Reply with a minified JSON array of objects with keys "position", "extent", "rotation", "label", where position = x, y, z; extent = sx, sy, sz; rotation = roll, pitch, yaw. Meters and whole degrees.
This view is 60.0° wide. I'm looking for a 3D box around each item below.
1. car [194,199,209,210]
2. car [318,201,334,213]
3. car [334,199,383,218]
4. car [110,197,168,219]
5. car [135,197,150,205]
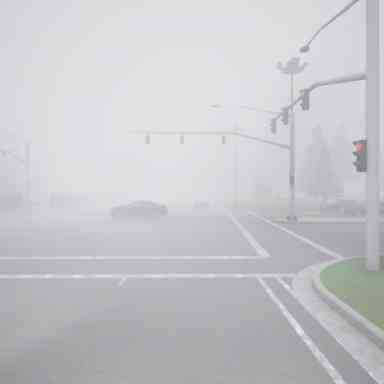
[{"position":[1.260,1.603,44.017],"extent":[1.895,1.301,4.718],"rotation":[0,0,0],"label":"car"},{"position":[16.151,1.528,36.223],"extent":[4.674,1.442,1.812],"rotation":[0,0,-1],"label":"car"},{"position":[15.644,1.492,29.215],"extent":[4.902,1.511,2.128],"rotation":[0,0,-1],"label":"car"},{"position":[-4.566,1.479,28.969],"extent":[5.008,1.535,1.882],"rotation":[0,0,-1],"label":"car"},{"position":[-8.723,1.604,58.726],"extent":[1.895,1.301,4.718],"rotation":[0,0,0],"label":"car"}]
